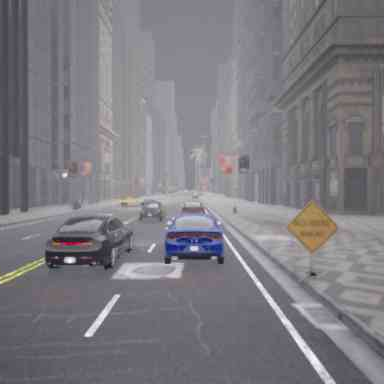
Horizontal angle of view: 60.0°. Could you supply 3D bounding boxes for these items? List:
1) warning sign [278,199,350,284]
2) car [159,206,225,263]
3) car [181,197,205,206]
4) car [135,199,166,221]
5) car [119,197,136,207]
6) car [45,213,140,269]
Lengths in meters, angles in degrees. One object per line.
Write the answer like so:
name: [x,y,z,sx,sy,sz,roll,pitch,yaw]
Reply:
warning sign: [2.862,1.120,7.946,1.300,1.860,1.060,1,1,0]
car: [0.080,1.484,12.039,1.882,1.535,5.008,0,0,0]
car: [0.094,1.488,28.038,1.882,1.535,5.008,0,0,0]
car: [-3.165,1.536,27.269,1.812,1.442,4.674,0,0,0]
car: [-9.790,1.491,50.522,1.882,1.535,5.008,0,0,0]
car: [-3.174,1.512,11.108,1.837,1.490,4.892,0,0,0]
